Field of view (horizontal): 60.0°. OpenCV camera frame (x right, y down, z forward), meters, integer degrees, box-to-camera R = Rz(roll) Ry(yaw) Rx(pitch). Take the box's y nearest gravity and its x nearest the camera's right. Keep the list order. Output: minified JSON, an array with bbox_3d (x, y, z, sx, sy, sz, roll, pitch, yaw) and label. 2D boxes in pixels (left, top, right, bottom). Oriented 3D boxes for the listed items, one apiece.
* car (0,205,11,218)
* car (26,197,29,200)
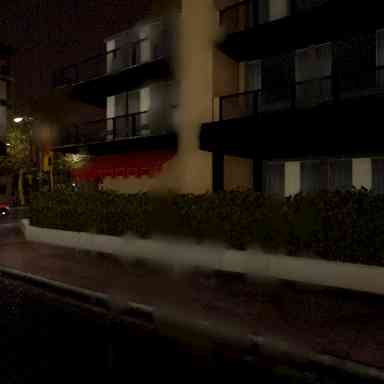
[{"bbox_3d":[-17.813,1.352,27.905,2.097,1.767,4.553,0,0,35],"label":"car"},{"bbox_3d":[-36.115,1.481,67.977,4.892,1.521,2.231,0,0,36],"label":"car"}]
